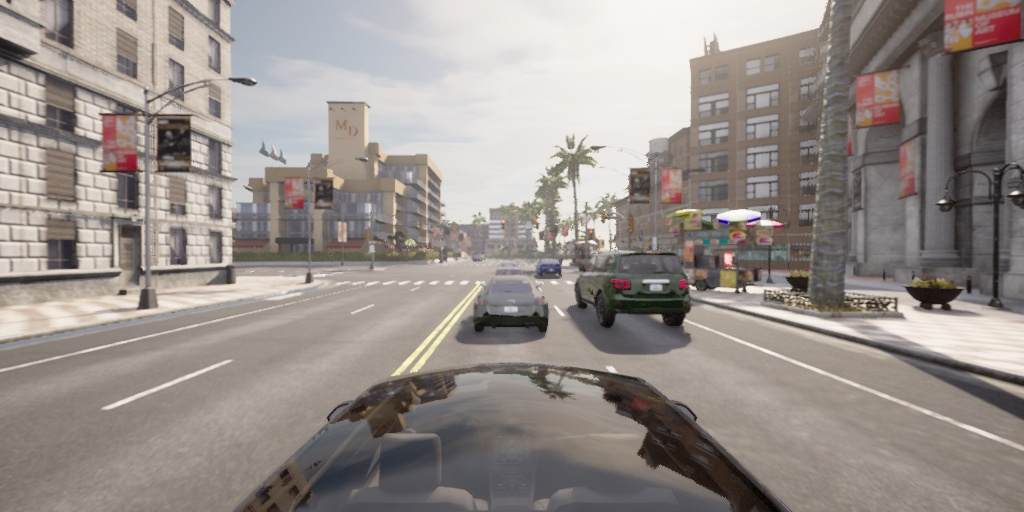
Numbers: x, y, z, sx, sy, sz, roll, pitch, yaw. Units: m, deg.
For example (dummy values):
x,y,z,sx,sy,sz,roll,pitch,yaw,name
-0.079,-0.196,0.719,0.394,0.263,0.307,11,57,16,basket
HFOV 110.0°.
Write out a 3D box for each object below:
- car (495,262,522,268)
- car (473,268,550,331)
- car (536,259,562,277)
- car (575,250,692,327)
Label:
x,y,z,sx,sy,sz,roll,pitch,yaw,name
-0.253,1.101,25.843,2.033,1.411,5.357,0,0,-1,car
-0.032,1.241,10.674,1.994,1.385,4.181,0,0,0,car
3.232,0.975,32.094,1.882,1.535,5.008,0,0,-1,car
3.464,0.881,11.339,2.150,2.045,5.566,0,-1,0,car
